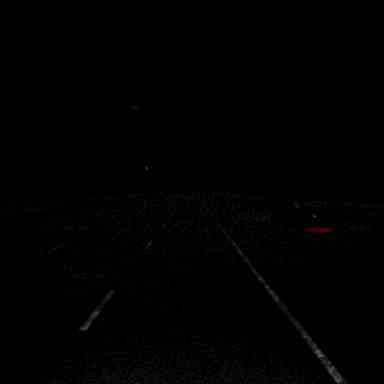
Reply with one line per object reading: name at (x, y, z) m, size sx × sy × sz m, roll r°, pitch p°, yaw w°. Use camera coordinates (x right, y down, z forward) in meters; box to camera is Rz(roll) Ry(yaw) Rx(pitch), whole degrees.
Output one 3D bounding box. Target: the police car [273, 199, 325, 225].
police car at (7.363, 1.318, 23.608) m, size 1.930 × 1.638 × 5.238 m, roll 0°, pitch 0°, yaw -9°
